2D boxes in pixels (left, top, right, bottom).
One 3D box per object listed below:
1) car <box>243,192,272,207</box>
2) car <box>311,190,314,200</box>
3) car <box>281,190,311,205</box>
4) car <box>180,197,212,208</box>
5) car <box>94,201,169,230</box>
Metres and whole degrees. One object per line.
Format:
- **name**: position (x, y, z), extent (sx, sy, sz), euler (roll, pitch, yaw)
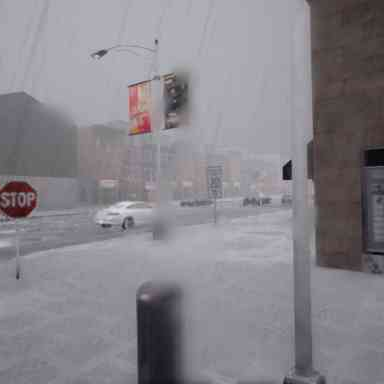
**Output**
- **car**: position (7.999, 0.794, 40.294), extent (2.097, 1.767, 4.553), euler (-2, 0, 35)
- **car**: position (20.823, 0.384, 58.648), extent (2.097, 1.767, 4.553), euler (-2, 0, 34)
- **car**: position (12.621, 0.804, 41.233), extent (2.128, 1.511, 4.902), euler (-2, 0, 35)
- **car**: position (0.537, 1.249, 41.278), extent (1.895, 1.301, 4.718), euler (-2, 0, 35)
- **car**: position (-3.242, 1.232, 18.523), extent (1.812, 1.442, 4.674), euler (-2, 0, 35)
